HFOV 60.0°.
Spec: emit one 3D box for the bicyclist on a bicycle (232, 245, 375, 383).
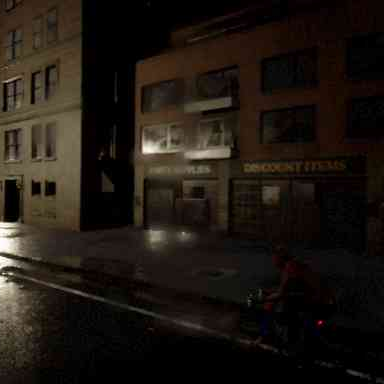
[{"bbox_3d":[1.176,1.450,3.822,1.656,1.620,0.582,0,0,36],"label":"bicyclist on a bicycle"}]
